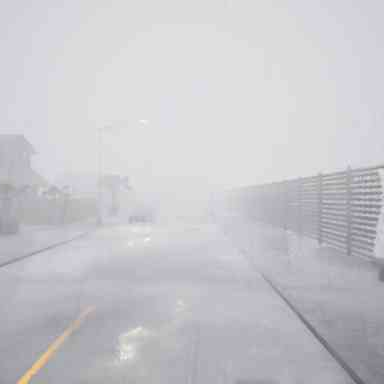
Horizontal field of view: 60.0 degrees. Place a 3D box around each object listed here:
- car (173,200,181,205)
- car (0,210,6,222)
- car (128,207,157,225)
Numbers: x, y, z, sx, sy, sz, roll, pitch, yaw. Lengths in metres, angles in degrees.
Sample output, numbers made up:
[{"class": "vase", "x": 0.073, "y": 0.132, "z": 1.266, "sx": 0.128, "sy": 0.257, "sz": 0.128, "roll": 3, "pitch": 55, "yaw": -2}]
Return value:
[{"class": "car", "x": -4.017, "y": 2.761, "z": 88.221, "sx": 2.128, "sy": 1.511, "sz": 4.902, "roll": 0, "pitch": -1, "yaw": 0}, {"class": "car", "x": -14.560, "y": 1.490, "z": 22.411, "sx": 3.633, "sy": 1.501, "sz": 1.845, "roll": 0, "pitch": -1, "yaw": -3}, {"class": "car", "x": -4.044, "y": 1.956, "z": 27.822, "sx": 1.994, "sy": 1.385, "sz": 4.181, "roll": 0, "pitch": -1, "yaw": 0}]
